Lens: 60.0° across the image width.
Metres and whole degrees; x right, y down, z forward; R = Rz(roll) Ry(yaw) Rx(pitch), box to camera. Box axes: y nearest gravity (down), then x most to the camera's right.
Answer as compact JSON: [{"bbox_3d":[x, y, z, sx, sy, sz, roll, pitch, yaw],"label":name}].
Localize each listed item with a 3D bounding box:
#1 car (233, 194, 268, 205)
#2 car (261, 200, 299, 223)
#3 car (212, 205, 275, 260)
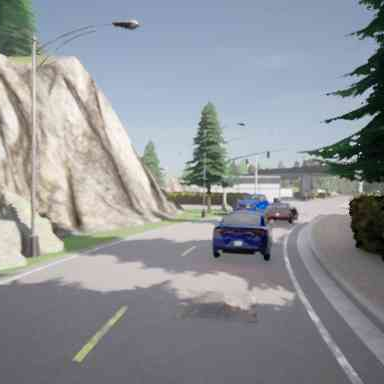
[{"bbox_3d":[5.589,1.173,31.045,2.150,2.045,5.566,1,0,27],"label":"car"},{"bbox_3d":[6.873,1.538,25.244,1.994,1.385,4.181,0,0,25],"label":"car"},{"bbox_3d":[2.036,1.455,12.585,1.882,1.535,5.008,0,-1,15],"label":"car"}]
